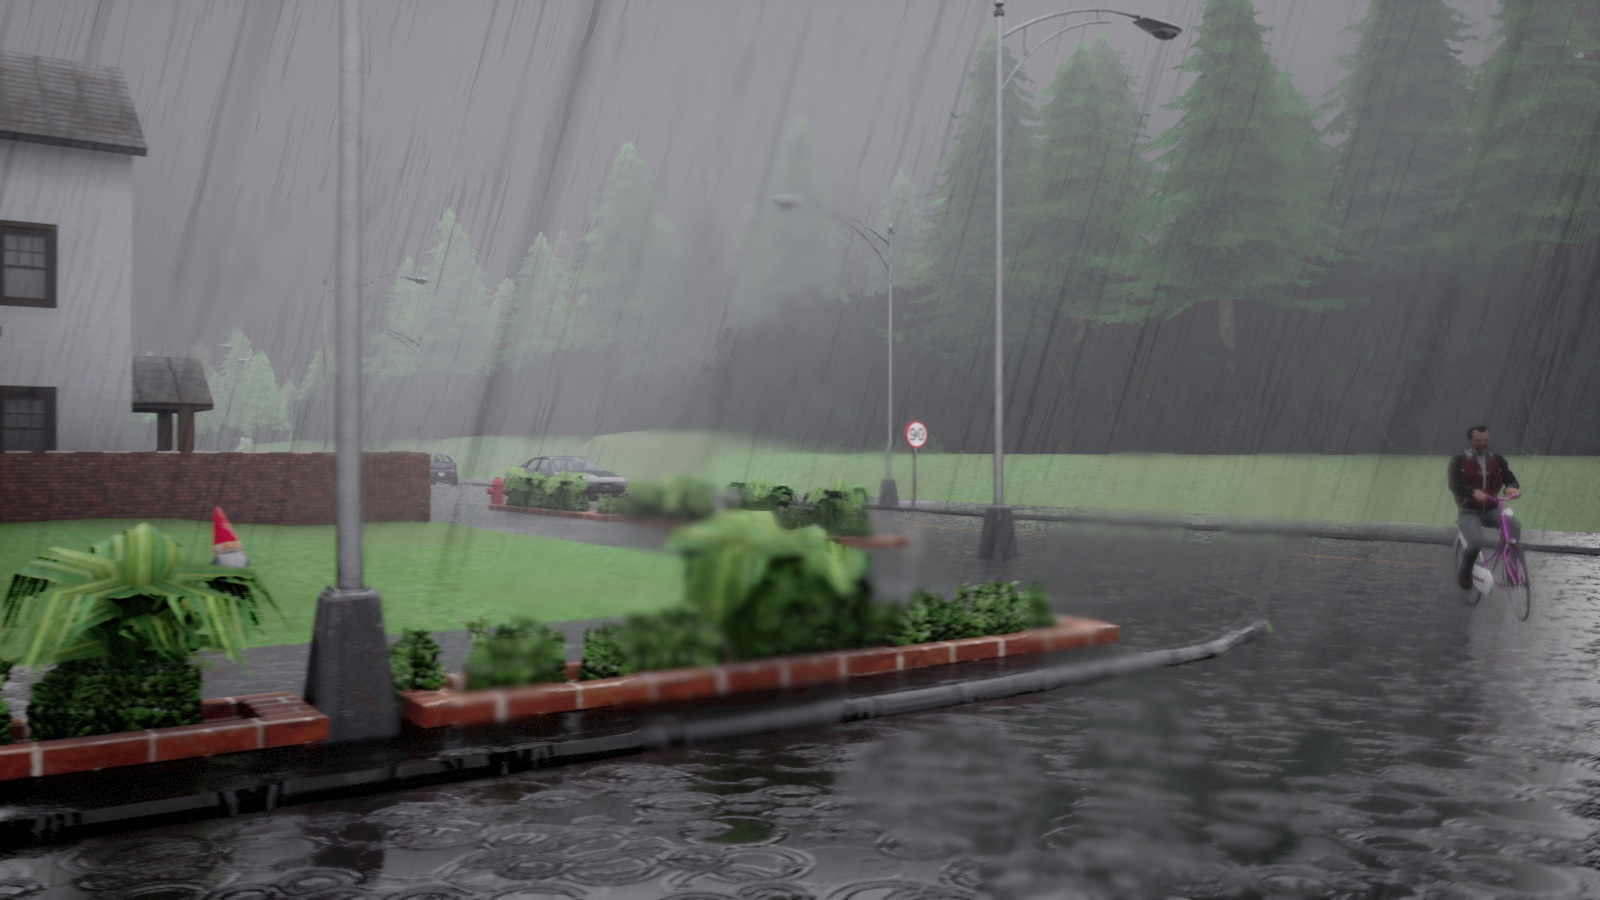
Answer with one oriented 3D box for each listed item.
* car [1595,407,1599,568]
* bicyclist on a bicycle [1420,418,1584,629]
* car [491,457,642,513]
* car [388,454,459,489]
[{"bbox_3d":[10.945,0.474,13.163,2.150,2.045,5.566,0,0,6],"label":"car"},{"bbox_3d":[6.393,0.632,11.552,0.659,1.776,1.843,-2,-1,9],"label":"bicyclist on a bicycle"},{"bbox_3d":[-6.481,0.891,34.372,2.033,1.411,5.357,0,0,-35],"label":"car"},{"bbox_3d":[-16.951,0.933,56.450,1.816,1.474,4.193,0,0,-35],"label":"car"}]
